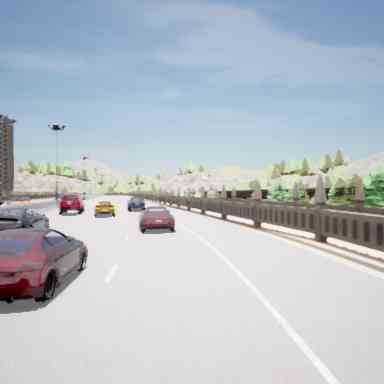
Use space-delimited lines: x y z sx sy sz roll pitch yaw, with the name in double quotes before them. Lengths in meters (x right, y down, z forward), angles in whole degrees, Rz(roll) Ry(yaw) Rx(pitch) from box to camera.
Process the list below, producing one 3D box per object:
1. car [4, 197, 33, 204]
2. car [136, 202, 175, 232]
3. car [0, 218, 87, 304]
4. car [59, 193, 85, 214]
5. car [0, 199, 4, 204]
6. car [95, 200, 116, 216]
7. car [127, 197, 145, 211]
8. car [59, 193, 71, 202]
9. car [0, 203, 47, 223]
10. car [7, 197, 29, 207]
"car" -21.789 1.436 42.480 2.097 1.767 4.553 0 0 -13
"car" -2.213 1.573 20.373 1.994 1.385 4.181 0 0 -11
"car" -3.983 1.580 8.238 1.994 1.385 4.181 0 0 -4
"car" -12.842 1.271 35.873 2.150 2.045 5.566 0 0 -13
"car" -31.375 1.723 52.764 1.895 1.301 4.718 0 0 -13
"car" -8.557 1.511 32.920 1.882 1.535 5.008 0 0 -13
"car" -6.916 1.379 41.202 2.097 1.767 4.553 0 0 -13
"car" -30.821 1.242 80.846 2.150 2.045 5.566 0 0 -13
"car" -8.627 1.525 16.672 2.128 1.511 4.902 0 0 -10
"car" -28.002 1.586 53.672 1.882 1.535 5.008 0 0 -13
